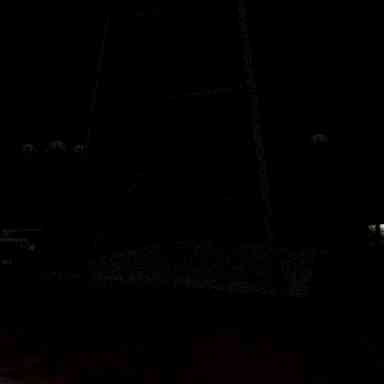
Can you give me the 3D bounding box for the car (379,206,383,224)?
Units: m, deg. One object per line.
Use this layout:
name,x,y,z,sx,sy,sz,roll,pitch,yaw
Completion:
car,15.619,1.675,26.145,2.033,1.411,5.357,-2,-1,23

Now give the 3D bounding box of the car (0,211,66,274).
car,-5.701,1.645,11.550,1.905,1.878,3.866,-1,-1,-8
